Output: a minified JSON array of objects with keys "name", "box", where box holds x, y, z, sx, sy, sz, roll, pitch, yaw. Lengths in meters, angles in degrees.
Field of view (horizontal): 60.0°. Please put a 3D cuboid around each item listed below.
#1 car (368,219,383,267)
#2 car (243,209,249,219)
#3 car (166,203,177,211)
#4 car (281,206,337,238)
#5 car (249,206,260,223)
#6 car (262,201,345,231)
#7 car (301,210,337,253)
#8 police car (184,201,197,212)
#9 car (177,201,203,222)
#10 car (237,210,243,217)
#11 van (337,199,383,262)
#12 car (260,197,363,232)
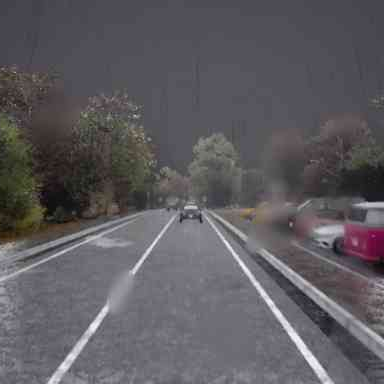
[{"name":"car","box":[7.045,1.506,7.401,5.008,1.535,2.097,0,0,0]},{"name":"car","box":[6.960,1.641,26.825,4.892,1.521,2.231,0,-1,0]},{"name":"car","box":[-3.579,2.640,59.894,2.033,1.411,5.357,0,-2,0]},{"name":"car","box":[7.033,1.582,15.729,4.792,1.488,2.163,0,0,0]},{"name":"car","box":[6.973,1.608,24.053,5.008,1.535,2.097,0,0,0]},{"name":"car","box":[7.010,1.460,21.278,4.553,1.767,2.185,0,0,0]},{"name":"car","box":[7.018,1.577,12.953,4.674,1.452,2.002,0,0,0]},{"name":"police car","box":[-0.244,2.184,51.021,1.930,1.638,5.238,0,-2,0]},{"name":"car","box":[-0.076,1.729,28.302,1.812,1.442,4.674,0,-1,0]},{"name":"car","box":[6.757,1.676,29.593,5.366,1.575,1.946,0,-1,0]},{"name":"van","box":[7.144,1.296,10.179,4.442,1.987,1.878,0,0,0]},{"name":"car","box":[6.963,1.317,18.506,5.566,2.045,2.435,0,0,0]}]
